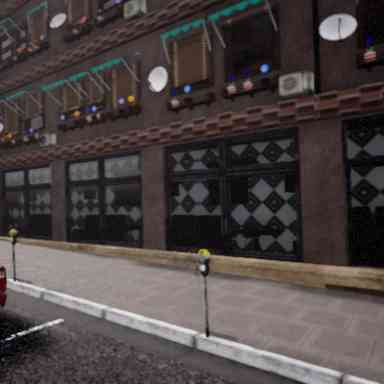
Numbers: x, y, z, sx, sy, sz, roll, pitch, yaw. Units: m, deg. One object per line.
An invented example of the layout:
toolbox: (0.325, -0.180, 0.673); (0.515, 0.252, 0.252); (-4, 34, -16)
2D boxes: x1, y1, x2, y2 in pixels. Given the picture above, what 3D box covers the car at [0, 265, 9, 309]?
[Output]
car: (-5.400, 1.626, 6.580); (4.507, 1.381, 1.887); (-1, -2, 35)
